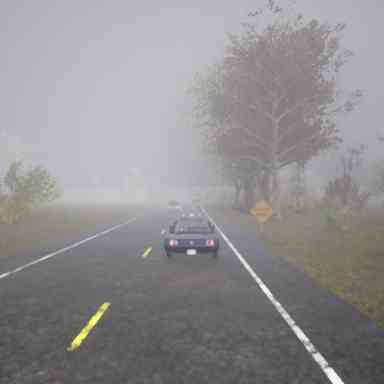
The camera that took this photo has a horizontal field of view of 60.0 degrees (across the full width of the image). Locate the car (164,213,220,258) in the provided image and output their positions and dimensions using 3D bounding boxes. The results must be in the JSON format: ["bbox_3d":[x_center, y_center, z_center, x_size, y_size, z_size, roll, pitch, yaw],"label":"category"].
[{"bbox_3d":[0.010,1.721,13.221,1.895,1.301,4.718,0,0,0],"label":"car"}]

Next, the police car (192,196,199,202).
[{"bbox_3d":[0.975,2.080,86.996,1.930,1.638,5.238,0,0,0],"label":"police car"}]

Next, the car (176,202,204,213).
[{"bbox_3d":[-0.011,1.792,27.495,2.033,1.411,5.357,0,0,0],"label":"car"}]

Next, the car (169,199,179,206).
[{"bbox_3d":[-3.563,2.124,65.628,1.895,1.301,4.718,0,0,0],"label":"car"}]

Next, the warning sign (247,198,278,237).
[{"bbox_3d":[3.559,1.268,16.849,1.300,1.860,1.060,1,1,0],"label":"warning sign"}]
